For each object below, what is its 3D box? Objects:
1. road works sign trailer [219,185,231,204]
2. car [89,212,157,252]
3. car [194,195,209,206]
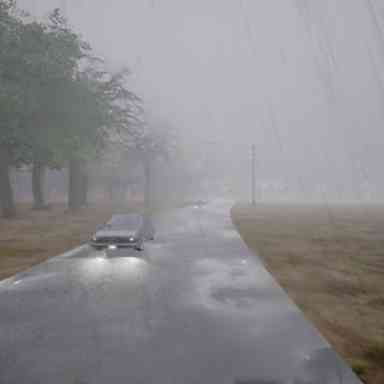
[{"bbox_3d":[6.362,0.469,64.334,2.380,3.560,2.880,0,0,8],"label":"road works sign trailer"},{"bbox_3d":[-2.719,1.580,14.474,2.033,1.411,5.357,0,0,3],"label":"car"},{"bbox_3d":[1.595,1.359,54.709,2.097,1.767,4.553,0,0,10],"label":"car"}]
